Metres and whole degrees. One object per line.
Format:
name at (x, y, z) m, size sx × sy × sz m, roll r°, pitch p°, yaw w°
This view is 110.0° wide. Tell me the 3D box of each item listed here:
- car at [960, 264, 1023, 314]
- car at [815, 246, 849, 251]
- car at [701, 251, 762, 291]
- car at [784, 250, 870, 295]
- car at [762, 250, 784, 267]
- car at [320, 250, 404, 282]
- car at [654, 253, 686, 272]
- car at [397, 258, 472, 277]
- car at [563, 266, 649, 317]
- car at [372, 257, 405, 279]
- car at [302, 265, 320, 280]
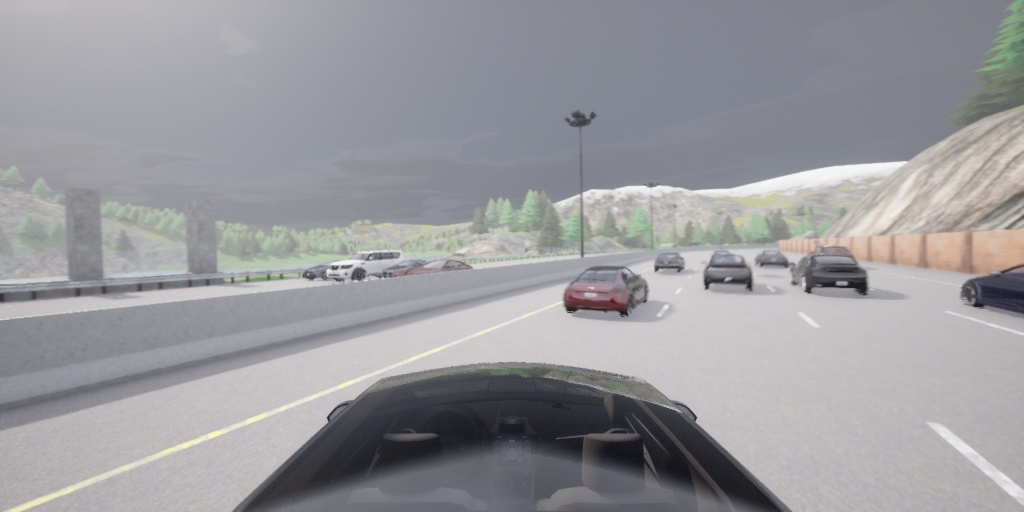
car at (13.629, 0.855, 8.938) m, size 1.994 × 1.385 × 4.181 m, roll 0°, pitch 2°, yaw 30°
car at (23.996, -0.004, 27.159) m, size 2.097 × 1.767 × 4.553 m, roll 0°, pitch 2°, yaw 30°
car at (9.990, 0.678, 16.695) m, size 2.128 × 1.511 × 4.902 m, roll 0°, pitch 2°, yaw 30°
car at (13.057, 0.666, 15.008) m, size 1.837 × 1.490 × 4.892 m, roll 0°, pitch 2°, yaw 30°
car at (21.461, 0.201, 29.778) m, size 1.994 × 1.385 × 4.181 m, roll 0°, pitch 2°, yaw 30°
car at (-9.785, 0.639, 24.809) m, size 2.150 × 2.045 × 5.566 m, roll 0°, pitch 1°, yaw 30°
car at (12.129, 0.435, 27.533) m, size 2.033 × 1.411 × 5.357 m, roll 0°, pitch 2°, yaw 30°
car at (-4.038, 0.915, 20.753) m, size 1.812 × 1.442 × 4.674 m, roll 0°, pitch 1°, yaw 30°
car at (3.227, 1.006, 11.891) m, size 1.994 × 1.385 × 4.181 m, roll 0°, pitch 2°, yaw 30°
car at (-6.551, 0.945, 23.413) m, size 1.994 × 1.385 × 4.181 m, roll 0°, pitch 1°, yaw 30°
car at (-12.961, 1.013, 26.300) m, size 1.994 × 1.385 × 4.181 m, roll 0°, pitch 1°, yaw 30°
